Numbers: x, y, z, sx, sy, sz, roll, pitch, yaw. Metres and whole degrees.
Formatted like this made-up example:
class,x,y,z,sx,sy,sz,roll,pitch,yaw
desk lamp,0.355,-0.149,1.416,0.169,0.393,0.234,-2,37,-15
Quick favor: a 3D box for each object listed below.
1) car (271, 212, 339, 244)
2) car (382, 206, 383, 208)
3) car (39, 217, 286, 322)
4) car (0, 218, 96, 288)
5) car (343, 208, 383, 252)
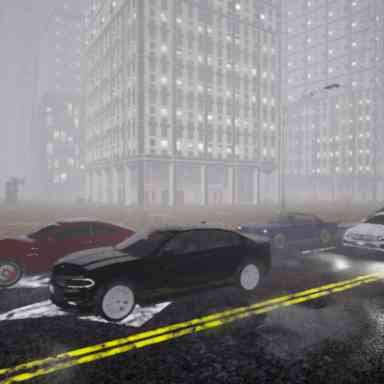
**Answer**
class,x,y,z,sx,sy,sz,roll,pitch,yaw
car,4.123,1.557,14.288,4.718,1.301,1.895,0,0,-34
car,12.316,1.471,19.832,4.892,1.490,1.837,0,0,-34
car,-0.418,1.444,7.305,5.008,1.535,1.882,0,0,-34
car,-3.431,1.470,9.188,4.674,1.442,1.812,0,0,-34
car,7.804,1.504,12.855,4.674,1.442,1.812,0,0,-34
